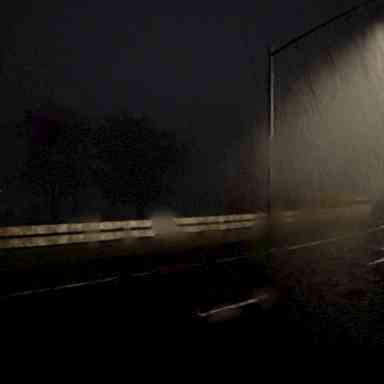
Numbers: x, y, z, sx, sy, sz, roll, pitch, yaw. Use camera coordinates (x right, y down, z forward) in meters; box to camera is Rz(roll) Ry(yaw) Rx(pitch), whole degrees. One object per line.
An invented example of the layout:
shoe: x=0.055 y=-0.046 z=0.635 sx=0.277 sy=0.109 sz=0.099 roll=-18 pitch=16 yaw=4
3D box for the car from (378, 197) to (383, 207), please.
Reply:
car: x=36.147 y=1.835 z=61.296 sx=2.150 sy=2.045 sz=5.566 roll=0 pitch=0 yaw=16
